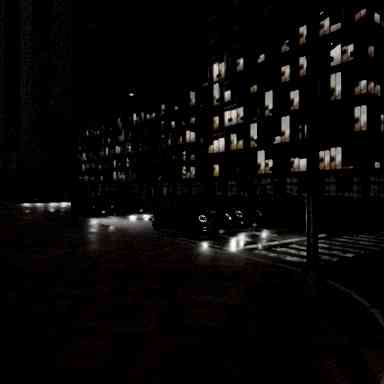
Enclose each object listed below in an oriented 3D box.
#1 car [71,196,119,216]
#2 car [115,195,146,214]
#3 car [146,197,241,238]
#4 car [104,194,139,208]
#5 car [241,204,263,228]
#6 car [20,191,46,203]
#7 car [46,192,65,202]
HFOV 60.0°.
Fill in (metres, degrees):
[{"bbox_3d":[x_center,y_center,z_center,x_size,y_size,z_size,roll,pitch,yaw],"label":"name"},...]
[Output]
[{"bbox_3d":[-7.948,1.140,26.462,1.895,1.301,4.718,0,1,-38],"label":"car"},{"bbox_3d":[-5.722,1.072,28.886,2.033,1.411,5.357,0,1,-38],"label":"car"},{"bbox_3d":[-0.075,1.124,16.497,2.097,1.767,4.553,0,1,-38],"label":"car"},{"bbox_3d":[-7.987,0.975,37.336,1.895,1.301,4.718,0,1,-38],"label":"car"},{"bbox_3d":[1.911,1.103,19.227,2.097,1.767,4.553,0,1,-38],"label":"car"},{"bbox_3d":[-20.820,0.662,42.946,1.837,1.490,4.892,0,1,-38],"label":"car"},{"bbox_3d":[-19.186,0.724,46.148,1.895,1.301,4.718,0,1,-38],"label":"car"}]
